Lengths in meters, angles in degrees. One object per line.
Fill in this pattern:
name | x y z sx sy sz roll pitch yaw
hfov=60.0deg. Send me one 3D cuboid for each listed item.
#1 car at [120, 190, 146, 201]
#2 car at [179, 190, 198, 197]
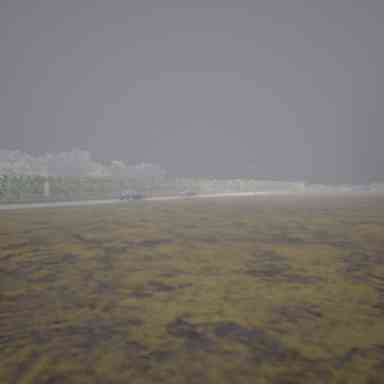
car | -9.643 0.478 54.835 2.097 1.767 4.553 2 2 36
car | -0.603 0.269 67.446 2.128 1.511 4.902 2 2 36
